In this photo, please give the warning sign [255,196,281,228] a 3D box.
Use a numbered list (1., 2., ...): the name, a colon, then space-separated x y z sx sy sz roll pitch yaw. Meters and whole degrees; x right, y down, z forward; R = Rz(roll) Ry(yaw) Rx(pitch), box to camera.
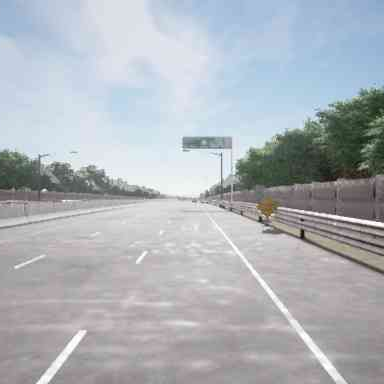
1. warning sign: 4.543 1.187 20.071 1.300 1.860 1.060 0 -1 0
